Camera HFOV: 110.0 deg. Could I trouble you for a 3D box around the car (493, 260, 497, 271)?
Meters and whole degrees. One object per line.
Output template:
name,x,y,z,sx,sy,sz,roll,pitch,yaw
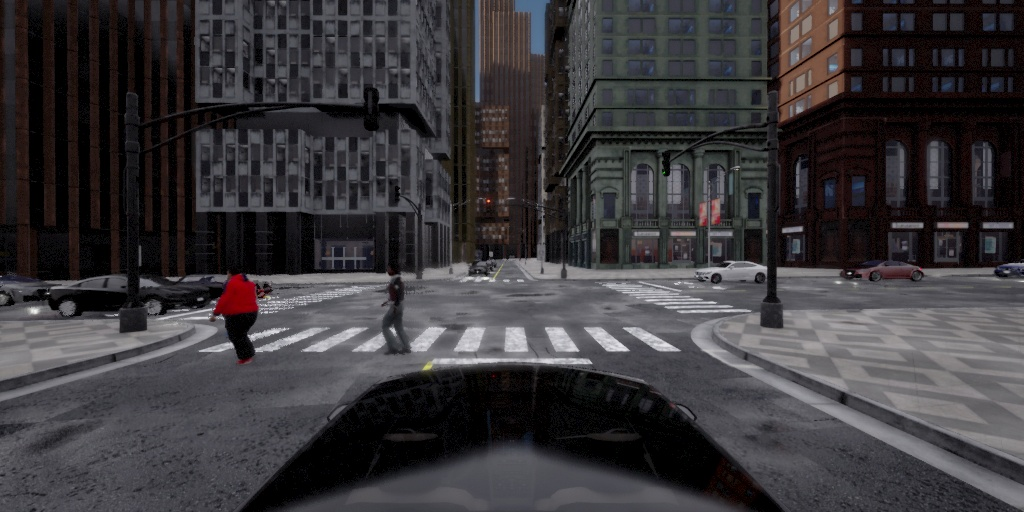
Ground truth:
car,-3.324,1.221,46.007,1.837,1.490,4.892,0,0,0

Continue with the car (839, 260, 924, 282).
car,24.463,0.949,23.832,4.181,1.385,1.994,-1,0,1

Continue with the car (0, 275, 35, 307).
car,-23.985,1.624,17.005,4.181,1.385,1.994,-1,0,1

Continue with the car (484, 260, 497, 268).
car,-3.424,1.296,58.320,1.895,1.301,4.718,0,0,0

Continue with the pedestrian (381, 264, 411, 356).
pedestrian,-2.322,1.043,7.159,0.375,1.860,0.375,0,0,0

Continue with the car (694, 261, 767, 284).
car,14.595,1.037,23.809,4.674,1.442,1.812,-1,0,-1

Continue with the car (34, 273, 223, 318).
car,-14.486,1.425,13.774,5.008,1.535,1.882,-1,0,0

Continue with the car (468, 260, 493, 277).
car,-3.235,1.237,36.008,1.837,1.490,4.892,0,0,-1

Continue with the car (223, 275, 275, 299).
car,-14.107,1.527,17.027,4.718,1.301,1.895,-1,0,0

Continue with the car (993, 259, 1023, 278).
car,35.266,0.774,23.866,4.674,1.442,1.812,-1,0,0

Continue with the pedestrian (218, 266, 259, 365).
pedestrian,-4.979,1.043,6.558,0.375,1.860,0.375,0,0,0
